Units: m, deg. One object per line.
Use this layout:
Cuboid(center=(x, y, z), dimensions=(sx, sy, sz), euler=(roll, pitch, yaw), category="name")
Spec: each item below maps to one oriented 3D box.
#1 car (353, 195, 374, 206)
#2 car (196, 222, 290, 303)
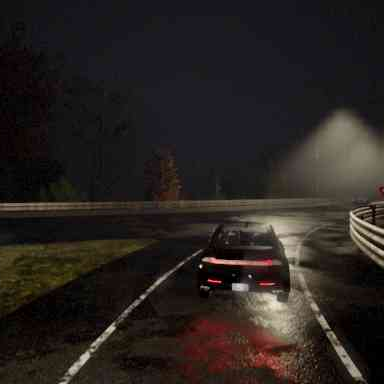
Cuboid(center=(28.268, 1.559, 55.243), dimensions=(1.994, 1.385, 4.181), euler=(0, 0, 40), category="car")
Cuboid(center=(1.343, 1.491, 8.324), dimensions=(2.128, 1.511, 4.902), euler=(0, 0, 11), category="car")
